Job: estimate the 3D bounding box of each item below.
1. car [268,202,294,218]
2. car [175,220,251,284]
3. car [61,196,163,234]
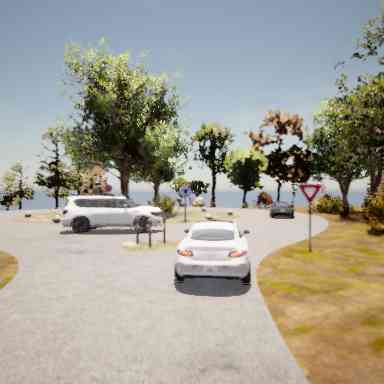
[{"bbox_3d":[8.045,1.556,30.232,1.994,1.385,4.181,0,0,10],"label":"car"},{"bbox_3d":[0.679,1.523,9.516,1.812,1.442,4.674,0,0,7],"label":"car"},{"bbox_3d":[-4.406,1.219,18.705,5.566,2.045,2.150,0,0,-3],"label":"car"}]
